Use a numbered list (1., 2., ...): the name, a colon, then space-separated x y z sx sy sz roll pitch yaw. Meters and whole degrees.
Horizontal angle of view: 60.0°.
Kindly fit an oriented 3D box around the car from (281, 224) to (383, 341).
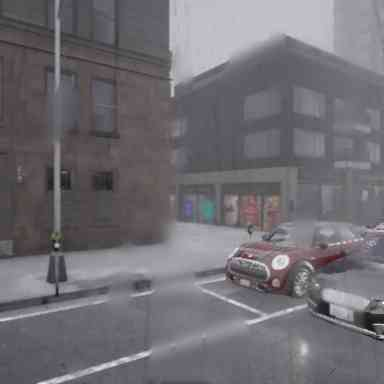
1. car: 4.227 1.557 6.367 4.902 1.511 2.128 1 0 -35

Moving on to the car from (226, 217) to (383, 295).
1. car: 2.806 1.500 8.520 4.097 1.590 1.967 1 -1 -35
